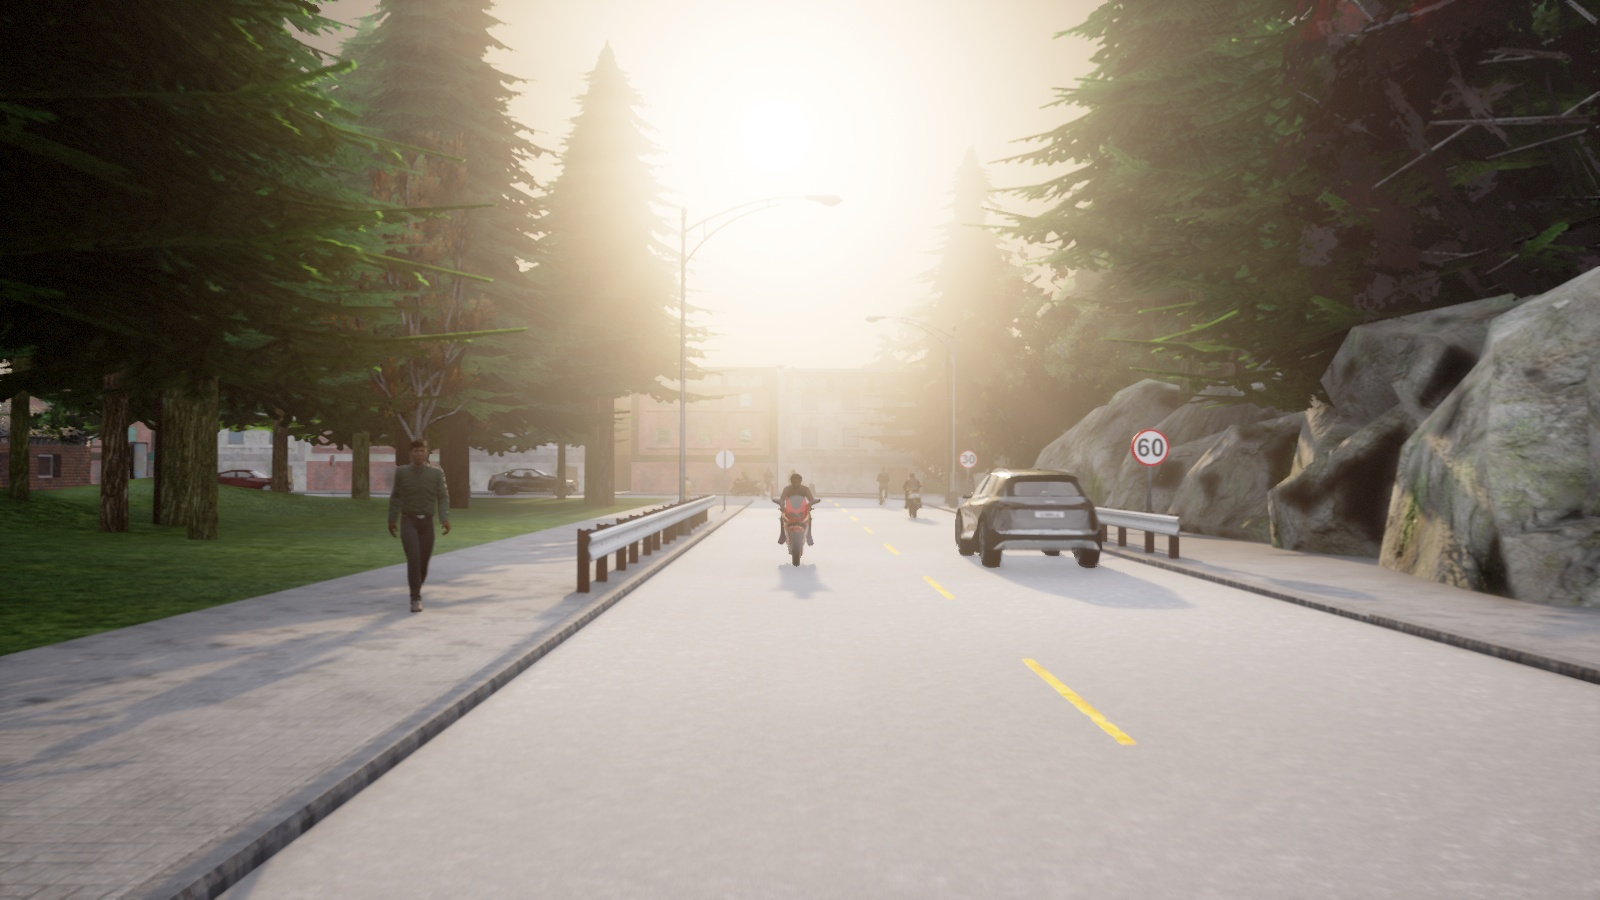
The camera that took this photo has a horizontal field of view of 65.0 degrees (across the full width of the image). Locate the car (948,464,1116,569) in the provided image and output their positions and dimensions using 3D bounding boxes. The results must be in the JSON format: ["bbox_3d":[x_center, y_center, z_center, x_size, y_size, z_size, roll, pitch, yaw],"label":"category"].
[{"bbox_3d":[3.937,1.100,22.201,2.033,1.649,4.856,0,-1,0],"label":"car"}]

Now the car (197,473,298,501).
[{"bbox_3d":[-31.867,2.133,72.509,5.008,1.535,1.882,0,-1,0],"label":"car"}]

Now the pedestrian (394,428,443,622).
[{"bbox_3d":[-3.976,0.759,13.079,0.423,1.949,0.788,0,-1,-22],"label":"pedestrian"}]

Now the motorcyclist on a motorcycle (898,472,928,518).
[{"bbox_3d":[3.804,1.492,42.470,0.797,1.523,2.044,0,-1,0],"label":"motorcyclist on a motorcycle"}]

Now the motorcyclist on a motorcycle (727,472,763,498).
[{"bbox_3d":[-3.301,2.075,75.509,2.044,1.523,0.797,-1,1,27],"label":"motorcyclist on a motorcycle"}]

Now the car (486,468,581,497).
[{"bbox_3d":[-15.376,1.868,72.526,5.027,1.651,2.152,0,-1,0],"label":"car"}]

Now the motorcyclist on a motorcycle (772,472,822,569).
[{"bbox_3d":[-0.053,1.147,20.868,0.797,1.523,2.044,0,-2,0],"label":"motorcyclist on a motorcycle"}]
